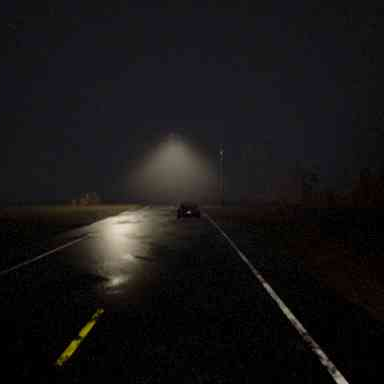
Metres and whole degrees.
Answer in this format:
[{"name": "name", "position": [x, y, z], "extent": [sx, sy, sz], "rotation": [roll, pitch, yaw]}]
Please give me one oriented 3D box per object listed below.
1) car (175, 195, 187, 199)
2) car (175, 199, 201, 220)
[{"name": "car", "position": [-1.809, 1.392, 56.448], "extent": [2.033, 1.649, 4.856], "rotation": [0, 0, -4]}, {"name": "car", "position": [-0.289, 1.550, 28.130], "extent": [1.994, 1.385, 4.181], "rotation": [0, 0, -2]}]
